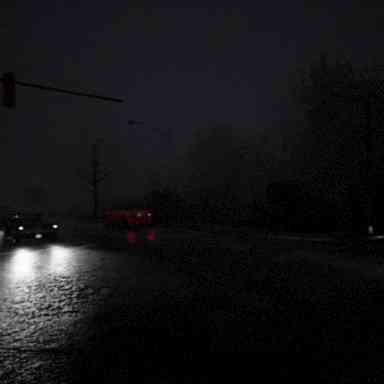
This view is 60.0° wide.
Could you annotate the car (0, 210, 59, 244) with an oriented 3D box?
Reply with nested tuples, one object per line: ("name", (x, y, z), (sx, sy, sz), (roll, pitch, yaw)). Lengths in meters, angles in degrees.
("car", (-8.248, 1.733, 16.819), (1.895, 1.301, 4.718), (1, -2, -37))

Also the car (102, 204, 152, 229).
("car", (-4.796, 1.639, 24.071), (2.097, 1.767, 4.553), (1, -2, -37))

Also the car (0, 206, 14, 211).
("car", (-14.219, 1.798, 24.858), (2.097, 1.767, 4.553), (1, -3, -37))
